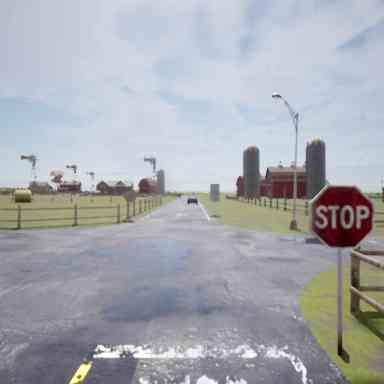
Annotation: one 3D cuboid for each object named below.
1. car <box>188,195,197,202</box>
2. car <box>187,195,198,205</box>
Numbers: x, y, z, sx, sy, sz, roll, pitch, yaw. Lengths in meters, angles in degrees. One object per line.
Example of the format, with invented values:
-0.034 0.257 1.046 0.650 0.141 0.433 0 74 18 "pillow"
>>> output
0.112 1.386 71.210 1.994 1.385 4.181 0 0 0 "car"
0.095 1.477 60.788 1.882 1.535 5.008 0 0 0 "car"
